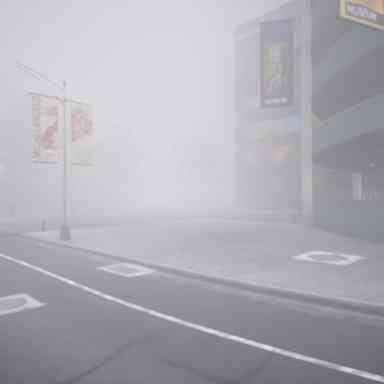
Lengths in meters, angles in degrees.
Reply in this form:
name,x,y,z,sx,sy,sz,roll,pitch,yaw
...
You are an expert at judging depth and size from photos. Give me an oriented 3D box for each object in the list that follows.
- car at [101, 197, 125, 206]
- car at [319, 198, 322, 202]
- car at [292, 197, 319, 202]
name,x,y,z,sx,sy,sz,roll,pitch,yaw
car,-15.071,1.837,63.563,2.097,1.767,4.553,-1,0,45
car,19.942,1.574,55.217,2.161,1.482,4.786,-1,0,44
car,14.360,1.458,43.616,2.002,1.452,4.674,-1,0,44
